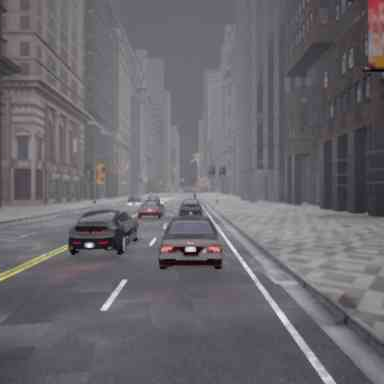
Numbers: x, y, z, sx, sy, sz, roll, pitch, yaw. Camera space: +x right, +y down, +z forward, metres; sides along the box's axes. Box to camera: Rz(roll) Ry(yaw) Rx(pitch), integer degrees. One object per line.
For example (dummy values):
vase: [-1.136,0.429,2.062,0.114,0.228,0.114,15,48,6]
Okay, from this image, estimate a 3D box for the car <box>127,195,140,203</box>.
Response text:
car: [-10.052,1.193,58.578,1.994,1.385,4.181,0,0,0]

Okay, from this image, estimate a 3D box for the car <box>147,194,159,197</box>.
car: [-6.806,1.118,58.822,2.128,1.511,4.902,0,0,0]

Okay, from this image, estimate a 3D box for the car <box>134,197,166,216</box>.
car: [-3.331,1.388,28.183,1.994,1.385,4.181,0,0,0]

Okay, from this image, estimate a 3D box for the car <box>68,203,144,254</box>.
car: [-3.267,1.422,13.054,1.837,1.490,4.892,0,1,0]

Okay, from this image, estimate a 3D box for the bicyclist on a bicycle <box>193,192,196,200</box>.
bicyclist on a bicycle: [0.572,0.899,73.248,0.659,1.776,1.843,0,1,0]

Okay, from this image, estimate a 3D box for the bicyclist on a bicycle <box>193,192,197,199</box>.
bicyclist on a bicycle: [0.611,0.960,64.247,0.659,1.776,1.843,0,1,0]

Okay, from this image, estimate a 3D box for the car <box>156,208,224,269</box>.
car: [-0.030,1.477,10.884,2.033,1.411,5.357,0,0,0]

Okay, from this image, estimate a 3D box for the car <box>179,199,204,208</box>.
car: [-0.082,1.330,28.075,1.837,1.490,4.892,0,1,0]
